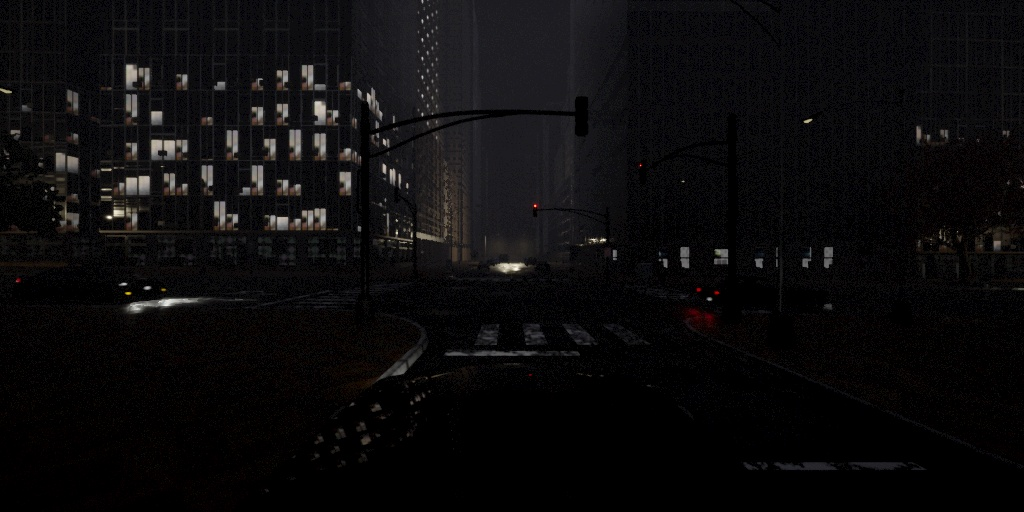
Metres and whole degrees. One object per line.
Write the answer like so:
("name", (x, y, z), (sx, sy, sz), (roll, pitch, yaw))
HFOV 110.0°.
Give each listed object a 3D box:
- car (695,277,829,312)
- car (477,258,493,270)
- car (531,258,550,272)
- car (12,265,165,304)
("car", (10.565, 1.569, 15.284), (4.718, 1.301, 1.895), (1, 0, -3))
("car", (-4.073, 1.342, 52.022), (1.802, 1.307, 4.207), (0, 0, 0))
("car", (3.885, 1.329, 46.537), (1.948, 1.339, 4.313), (0, 0, 0))
("car", (-16.332, 1.043, 14.009), (4.181, 1.385, 1.994), (1, 0, -3))
